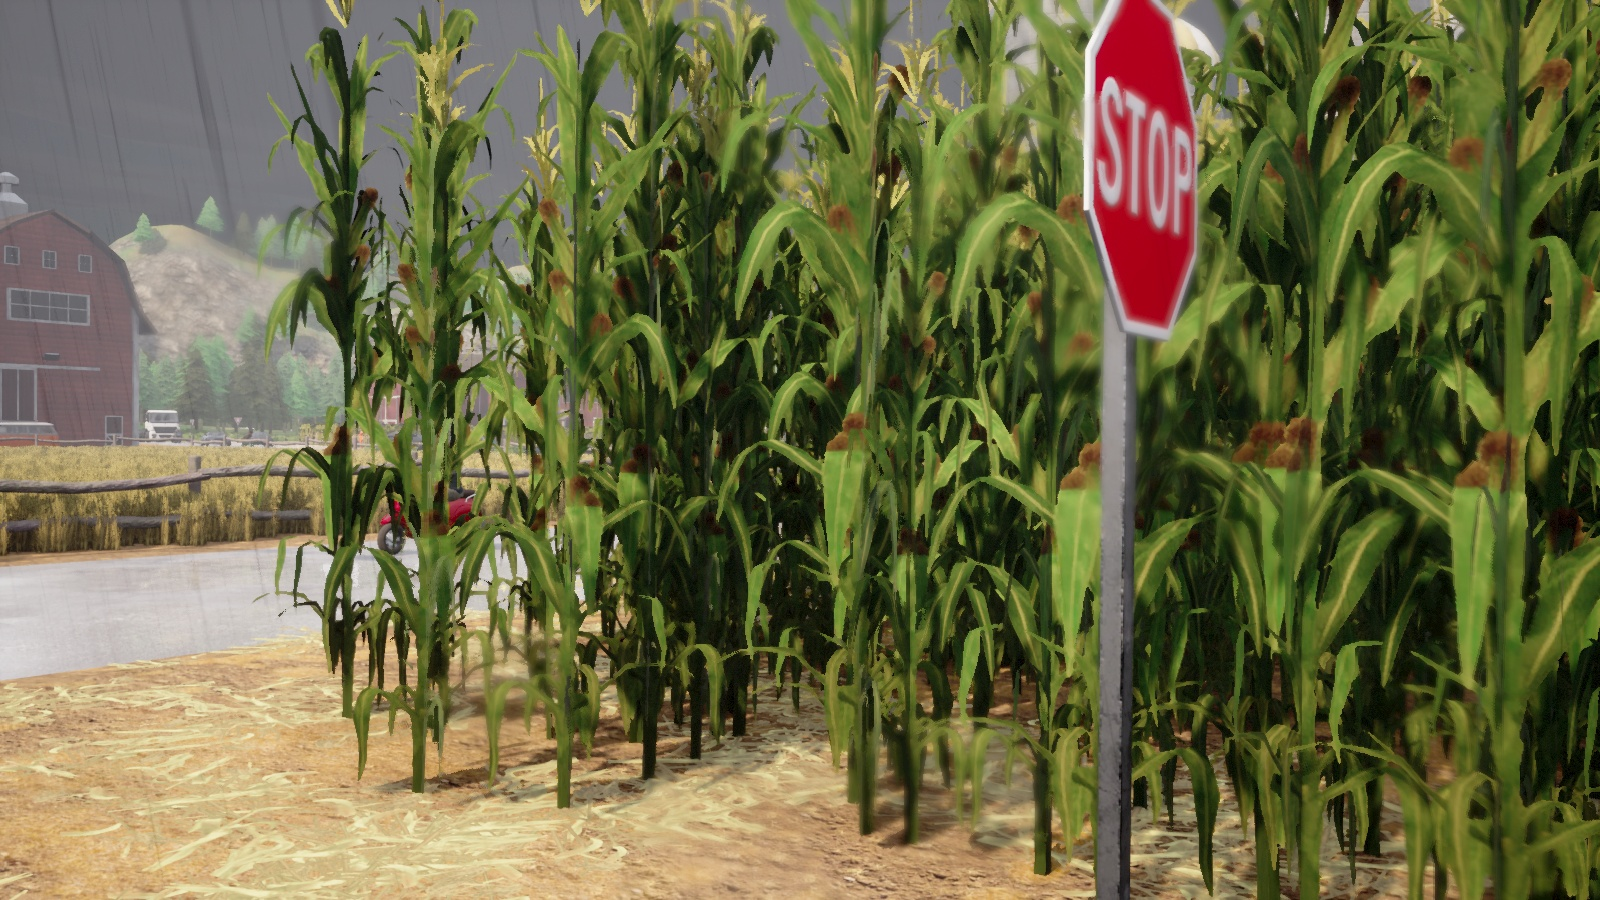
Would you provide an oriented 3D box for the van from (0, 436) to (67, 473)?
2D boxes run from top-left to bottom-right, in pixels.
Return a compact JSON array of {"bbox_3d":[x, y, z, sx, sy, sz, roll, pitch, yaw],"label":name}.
[{"bbox_3d":[-43.963,0.237,70.528,1.775,1.987,4.442,0,1,31],"label":"van"}]

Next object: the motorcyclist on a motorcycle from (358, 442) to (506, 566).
[{"bbox_3d":[-5.014,0.695,17.219,0.866,1.590,1.817,0,1,33],"label":"motorcyclist on a motorcycle"}]
